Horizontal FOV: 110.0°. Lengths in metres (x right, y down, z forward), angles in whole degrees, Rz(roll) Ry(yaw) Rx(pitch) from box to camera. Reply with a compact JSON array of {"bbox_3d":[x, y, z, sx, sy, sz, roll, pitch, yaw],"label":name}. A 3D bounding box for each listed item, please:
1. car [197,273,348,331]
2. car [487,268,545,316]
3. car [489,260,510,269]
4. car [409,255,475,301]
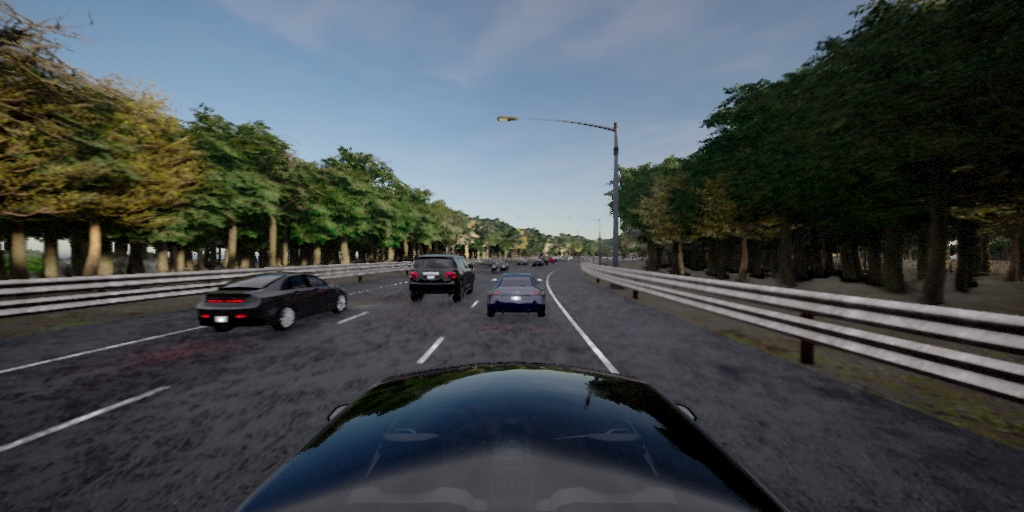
[{"bbox_3d":[-6.829,1.243,10.908,1.837,1.490,4.892,0,0,1],"label":"car"},{"bbox_3d":[0.188,1.317,13.420,1.994,1.385,4.181,0,0,2],"label":"car"},{"bbox_3d":[-1.355,1.357,45.441,1.895,1.301,4.718,0,0,6],"label":"car"},{"bbox_3d":[-3.197,0.968,17.317,2.150,2.045,5.566,0,0,2],"label":"car"}]
